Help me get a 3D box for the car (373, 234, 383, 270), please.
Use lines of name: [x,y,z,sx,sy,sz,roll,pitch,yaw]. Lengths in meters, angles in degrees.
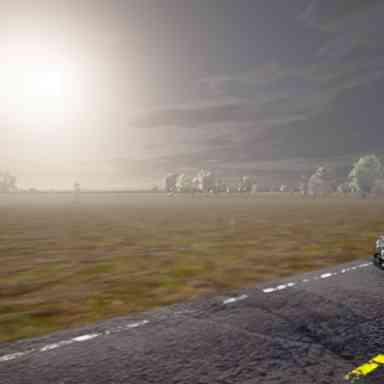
car: [7.219,1.361,9.744,4.553,1.767,2.097,0,0,-39]
